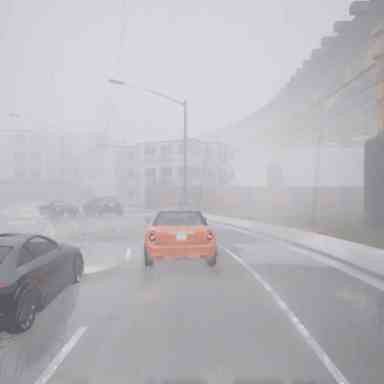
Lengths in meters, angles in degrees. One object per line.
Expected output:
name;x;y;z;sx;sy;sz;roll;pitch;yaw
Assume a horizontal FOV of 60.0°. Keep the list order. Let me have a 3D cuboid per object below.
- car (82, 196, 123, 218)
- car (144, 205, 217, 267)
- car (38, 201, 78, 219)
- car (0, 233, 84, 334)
car;-7.597;1.099;27.995;2.097;1.767;4.553;0;1;-36
car;-0.537;1.249;11.237;2.097;1.767;4.553;0;0;-7
car;-10.824;1.360;26.677;1.895;1.301;4.718;0;1;-38
car;-3.592;1.504;6.582;1.994;1.385;4.181;0;1;-3
